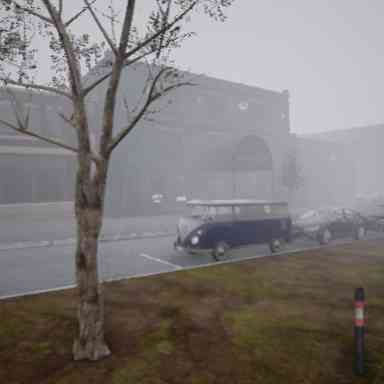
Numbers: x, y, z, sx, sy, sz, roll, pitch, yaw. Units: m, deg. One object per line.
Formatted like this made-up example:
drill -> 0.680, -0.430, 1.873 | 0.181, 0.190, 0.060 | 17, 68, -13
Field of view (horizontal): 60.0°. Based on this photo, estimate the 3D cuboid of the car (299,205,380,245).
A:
car -> 6.097, 1.434, 15.063 | 4.892, 1.521, 2.231 | 1, -1, -37

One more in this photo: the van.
van -> 1.470, 1.223, 11.761 | 4.442, 1.987, 1.878 | 0, 0, -33

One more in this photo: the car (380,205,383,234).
car -> 10.581, 1.472, 18.267 | 4.792, 1.488, 2.163 | 1, -1, -37
